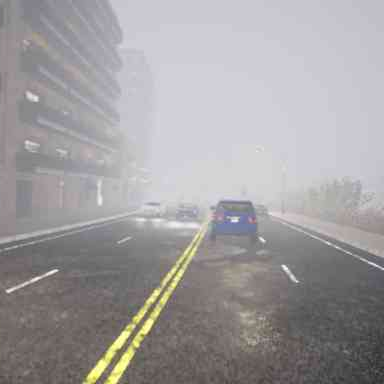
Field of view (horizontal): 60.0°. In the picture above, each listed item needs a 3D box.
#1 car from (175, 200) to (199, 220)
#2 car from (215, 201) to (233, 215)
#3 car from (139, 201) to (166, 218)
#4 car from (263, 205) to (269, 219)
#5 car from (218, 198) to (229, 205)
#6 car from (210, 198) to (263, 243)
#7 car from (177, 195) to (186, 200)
[{"bbox_3d":[-0.372,1.720,29.643,1.895,1.301,4.718,2,0,4],"label":"car"},{"bbox_3d":[3.609,1.821,38.681,1.812,1.442,4.674,2,0,3],"label":"car"},{"bbox_3d":[-3.558,1.538,30.666,1.812,1.442,4.674,2,0,4],"label":"car"},{"bbox_3d":[6.657,1.931,34.255,2.033,1.411,5.357,2,0,3],"label":"car"},{"bbox_3d":[7.195,2.073,76.724,1.812,1.442,4.674,2,0,-2],"label":"car"},{"bbox_3d":[2.120,1.374,17.290,2.150,2.045,5.566,2,0,5],"label":"car"},{"bbox_3d":[-2.520,1.470,76.030,1.837,1.490,4.892,2,0,-1],"label":"car"}]
